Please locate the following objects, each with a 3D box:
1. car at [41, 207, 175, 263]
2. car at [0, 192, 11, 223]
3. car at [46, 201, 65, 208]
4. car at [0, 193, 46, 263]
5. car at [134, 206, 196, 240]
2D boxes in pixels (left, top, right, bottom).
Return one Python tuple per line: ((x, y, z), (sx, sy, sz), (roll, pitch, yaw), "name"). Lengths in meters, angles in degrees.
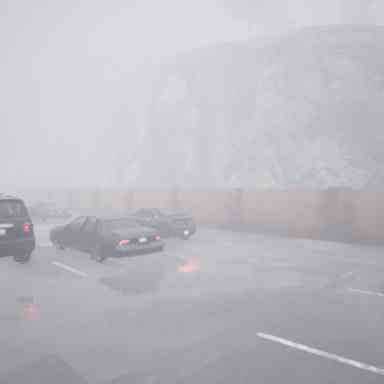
((-3.224, 1.472, 11.795), (2.033, 1.411, 5.357), (0, 0, -44), "car")
((-15.093, 1.014, 24.046), (2.150, 2.045, 5.566), (0, 1, -44), "car")
((-10.717, 1.364, 24.528), (2.033, 1.411, 5.357), (0, 0, -44), "car")
((-6.918, 1.127, 10.592), (2.150, 2.045, 5.566), (0, 0, -45), "car")
((-1.914, 1.419, 15.485), (1.837, 1.490, 4.892), (0, 0, -44), "car")
